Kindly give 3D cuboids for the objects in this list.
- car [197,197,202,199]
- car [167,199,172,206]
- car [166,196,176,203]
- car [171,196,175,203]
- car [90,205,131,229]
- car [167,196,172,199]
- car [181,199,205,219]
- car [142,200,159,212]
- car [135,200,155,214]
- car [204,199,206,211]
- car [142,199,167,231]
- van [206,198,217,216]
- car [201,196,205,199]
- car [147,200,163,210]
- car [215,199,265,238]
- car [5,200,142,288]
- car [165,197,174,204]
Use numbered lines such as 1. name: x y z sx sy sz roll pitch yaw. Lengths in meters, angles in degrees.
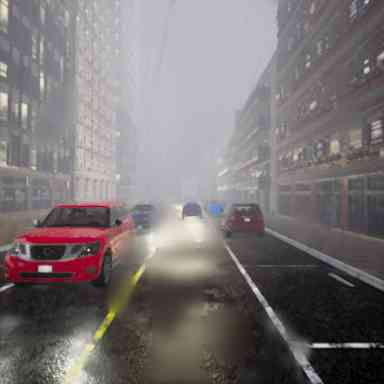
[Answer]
1. car: 0.044 1.834 46.149 1.882 1.535 5.008 0 0 1
2. car: -3.002 1.475 26.930 1.994 1.385 4.181 0 0 0
3. car: -5.700 2.033 90.689 2.192 1.841 5.009 0 0 0
4. car: -5.699 2.207 79.586 1.802 1.307 4.206 0 0 0
5. car: -5.694 1.706 23.909 1.752 1.417 4.829 0 0 0
6. car: -5.698 2.085 68.484 2.008 1.369 4.403 0 0 0
7. car: 0.007 1.721 31.850 1.882 1.535 5.008 0 -1 0
8. car: -5.696 1.879 46.111 1.752 1.417 4.829 0 0 0
9. car: -5.696 1.751 40.731 1.967 1.590 4.097 0 0 0
10. car: 2.685 1.865 40.732 2.008 1.369 4.403 0 0 0
11. car: -3.081 1.519 22.037 2.097 1.767 4.553 0 0 0
12. van: 2.685 1.612 35.183 1.690 1.788 3.998 0 0 0
13. car: 2.684 1.673 46.285 2.192 1.841 5.009 0 0 0
14. car: -5.697 1.951 51.832 2.008 1.369 4.403 0 0 0
15. car: 2.686 1.457 18.532 2.192 1.841 5.009 0 0 0
16. car: -3.088 1.296 9.808 2.150 2.045 5.566 0 0 0
17. car: -5.700 2.112 85.138 1.967 1.590 4.097 0 0 0
